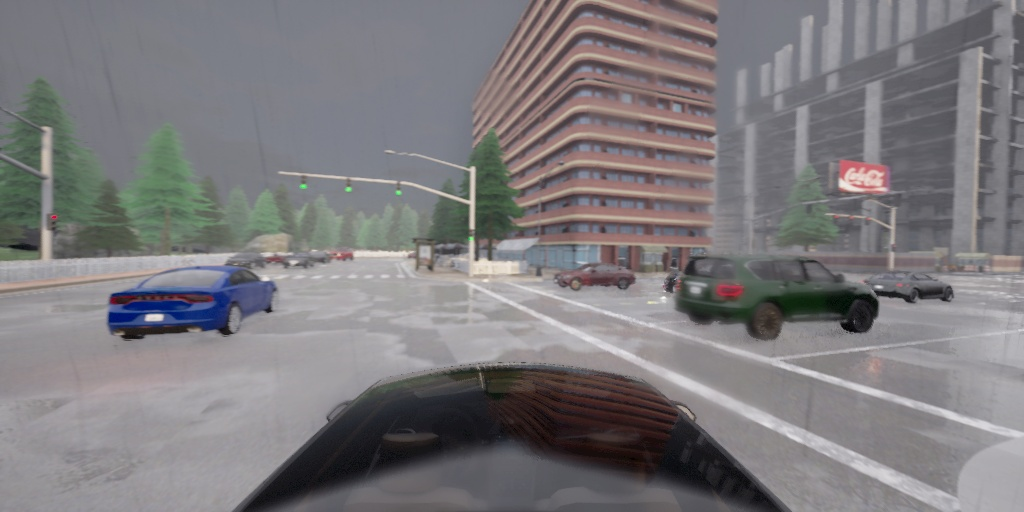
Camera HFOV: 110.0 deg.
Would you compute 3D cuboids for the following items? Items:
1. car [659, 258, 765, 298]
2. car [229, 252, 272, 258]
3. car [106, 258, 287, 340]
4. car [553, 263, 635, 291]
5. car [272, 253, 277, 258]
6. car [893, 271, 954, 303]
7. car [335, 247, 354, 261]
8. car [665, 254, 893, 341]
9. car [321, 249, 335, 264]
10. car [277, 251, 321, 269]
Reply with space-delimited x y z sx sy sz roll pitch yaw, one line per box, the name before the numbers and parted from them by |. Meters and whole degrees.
car | 10.027 1.041 18.059 4.553 1.767 2.097 1 1 -19
car | -22.527 0.380 30.538 1.837 1.490 4.892 1 1 -19
car | -7.628 0.976 9.190 1.882 1.535 5.008 1 1 -19
car | 4.600 1.091 19.987 4.674 1.442 1.812 1 1 -16
car | -25.457 0.286 39.322 1.895 1.301 4.718 1 1 -18
car | 18.843 1.418 17.205 4.181 1.385 1.994 1 1 -19
car | -25.033 -0.302 52.841 2.150 2.045 5.566 1 1 -7
car | 7.210 0.992 9.884 5.566 2.045 2.150 1 1 -17
car | -22.896 0.152 42.714 1.882 1.535 5.008 1 1 -18
car | -19.913 0.361 33.713 2.128 1.511 4.902 1 1 -19
